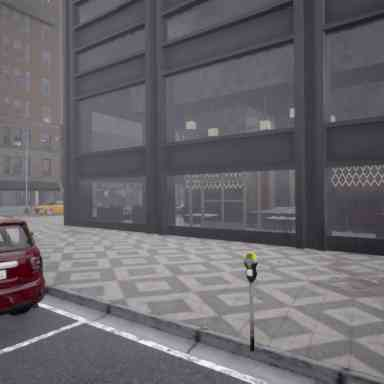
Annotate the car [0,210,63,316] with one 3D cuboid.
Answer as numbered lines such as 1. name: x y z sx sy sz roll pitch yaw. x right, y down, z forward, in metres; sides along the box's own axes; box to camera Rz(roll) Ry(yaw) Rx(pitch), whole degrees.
1. car: -4.807 1.317 6.281 5.009 1.841 2.192 0 -1 35

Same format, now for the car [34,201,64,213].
1. car: -14.643 1.698 36.308 1.882 1.535 5.008 -1 -1 36
